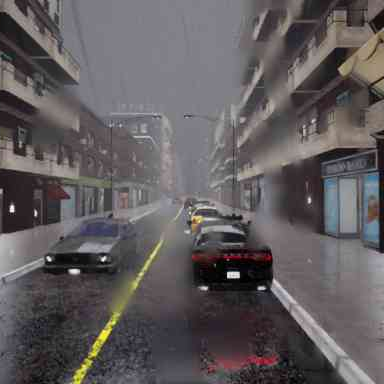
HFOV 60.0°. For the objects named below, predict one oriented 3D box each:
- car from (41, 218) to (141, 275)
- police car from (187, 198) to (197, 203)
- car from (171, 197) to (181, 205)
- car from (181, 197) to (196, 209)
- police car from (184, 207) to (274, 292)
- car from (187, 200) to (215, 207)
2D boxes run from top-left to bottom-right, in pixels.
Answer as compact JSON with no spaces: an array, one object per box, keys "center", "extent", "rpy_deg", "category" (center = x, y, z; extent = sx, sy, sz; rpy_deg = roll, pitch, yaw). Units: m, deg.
[{"center":[-2.867,1.562,10.775],"extent":[2.033,1.411,5.357],"rpy_deg":[0,0,0],"category":"car"},{"center":[0.785,1.485,25.141],"extent":[1.930,1.638,5.238],"rpy_deg":[0,0,0],"category":"police car"},{"center":[-2.854,1.745,63.818],"extent":[1.812,1.442,4.674],"rpy_deg":[0,0,0],"category":"car"},{"center":[-0.050,1.504,47.599],"extent":[2.097,1.767,4.553],"rpy_deg":[0,0,0],"category":"car"},{"center":[0.812,1.437,9.138],"extent":[1.930,1.638,5.238],"rpy_deg":[0,0,0],"category":"police car"},{"center":[0.795,1.494,19.221],"extent":[1.801,1.575,5.366],"rpy_deg":[0,0,0],"category":"car"}]
